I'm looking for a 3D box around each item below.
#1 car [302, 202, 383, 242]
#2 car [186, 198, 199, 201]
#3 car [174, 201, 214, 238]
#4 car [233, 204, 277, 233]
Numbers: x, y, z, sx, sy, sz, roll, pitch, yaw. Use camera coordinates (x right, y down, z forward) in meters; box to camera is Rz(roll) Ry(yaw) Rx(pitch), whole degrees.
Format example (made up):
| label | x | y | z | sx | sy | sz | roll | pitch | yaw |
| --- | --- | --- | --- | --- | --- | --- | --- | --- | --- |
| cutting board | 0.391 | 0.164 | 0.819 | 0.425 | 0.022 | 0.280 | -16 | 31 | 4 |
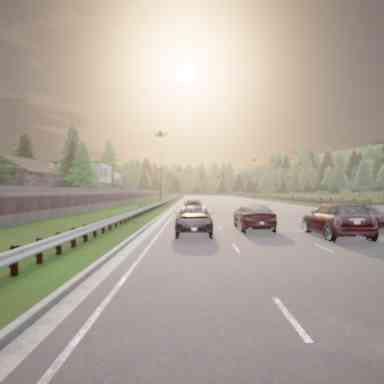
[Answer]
| label | x | y | z | sx | sy | sz | roll | pitch | yaw |
| --- | --- | --- | --- | --- | --- | --- | --- | --- | --- |
| car | 7.096 | 1.323 | 16.411 | 2.097 | 1.767 | 4.553 | 0 | 0 | 0 |
| car | 0.093 | 1.443 | 35.794 | 1.837 | 1.490 | 4.892 | 0 | 0 | 0 |
| car | 0.097 | 1.461 | 17.402 | 2.128 | 1.511 | 4.902 | 0 | 0 | 0 |
| car | 3.596 | 1.444 | 19.575 | 1.882 | 1.535 | 5.008 | 0 | 0 | 0 |
